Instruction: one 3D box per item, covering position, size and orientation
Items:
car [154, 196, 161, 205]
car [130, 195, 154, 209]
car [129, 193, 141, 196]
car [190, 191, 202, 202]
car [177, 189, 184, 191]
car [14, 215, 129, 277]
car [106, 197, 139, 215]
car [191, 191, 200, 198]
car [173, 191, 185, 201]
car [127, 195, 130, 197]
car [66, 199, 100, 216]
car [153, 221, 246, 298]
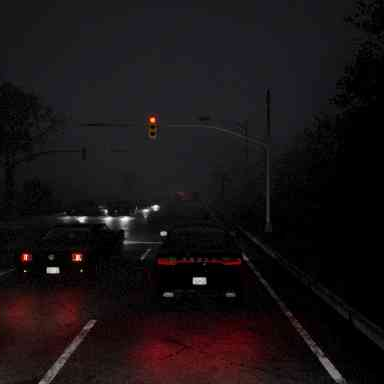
[{"bbox_3d":[-6.479,1.419,57.047,2.128,1.511,4.902,0,1,1],"label":"car"},{"bbox_3d":[-6.644,1.525,44.335,1.812,1.442,4.674,0,0,1],"label":"car"},{"bbox_3d":[-9.970,1.140,57.582,2.150,2.045,5.566,0,1,1],"label":"car"},{"bbox_3d":[0.798,0.839,65.055,2.150,2.045,5.566,0,3,1],"label":"car"},{"bbox_3d":[-2.656,0.174,77.289,2.097,1.767,4.553,0,3,1],"label":"car"},{"bbox_3d":[-3.368,1.601,10.241,1.895,1.301,4.718,0,0,-1],"label":"car"},{"bbox_3d":[-6.787,1.505,32.270,1.837,1.490,4.892,0,0,1],"label":"car"},{"bbox_3d":[0.848,0.561,77.644,1.895,1.301,4.718,0,3,1],"label":"car"},{"bbox_3d":[-2.779,1.070,66.912,2.033,1.411,5.357,0,3,1],"label":"car"},{"bbox_3d":[-10.134,1.478,45.032,1.882,1.535,5.008,0,0,1],"label":"car"},{"bbox_3d":[-10.637,1.505,32.850,1.837,1.490,4.892,0,0,6],"label":"car"},{"bbox_3d":[0.157,1.478,8.564,1.882,1.535,5.008,0,0,0],"label":"car"}]
